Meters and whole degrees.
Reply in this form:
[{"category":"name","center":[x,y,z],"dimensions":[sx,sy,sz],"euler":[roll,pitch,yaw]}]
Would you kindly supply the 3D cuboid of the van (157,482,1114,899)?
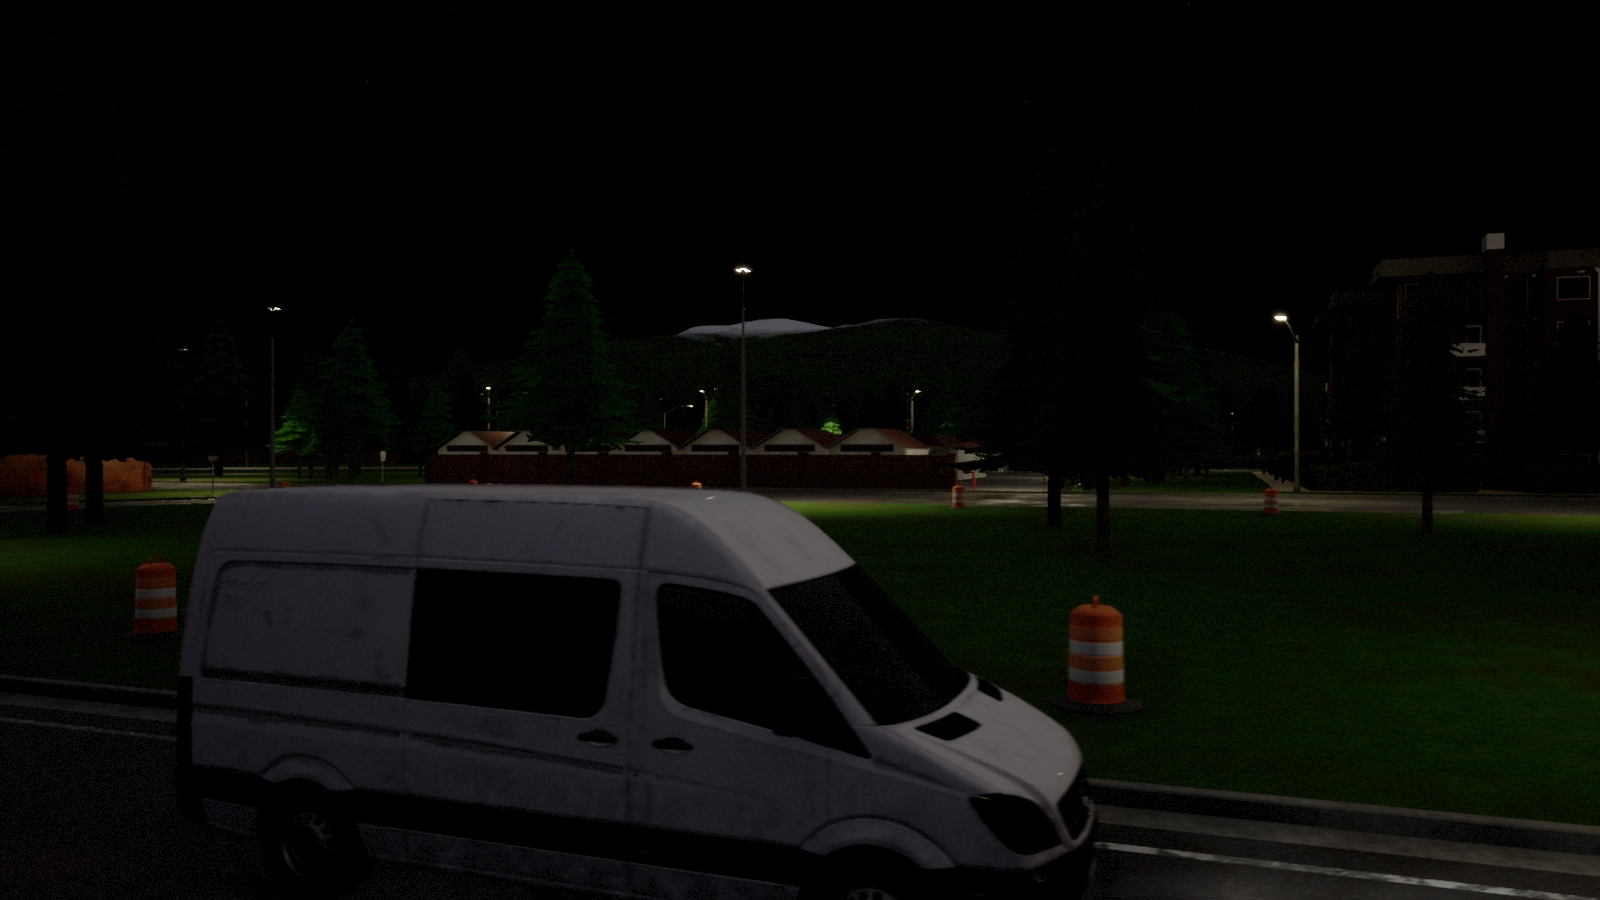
[{"category":"van","center":[-1.103,1.536,7.430],"dimensions":[5.915,2.561,1.988],"euler":[0,0,20]}]
